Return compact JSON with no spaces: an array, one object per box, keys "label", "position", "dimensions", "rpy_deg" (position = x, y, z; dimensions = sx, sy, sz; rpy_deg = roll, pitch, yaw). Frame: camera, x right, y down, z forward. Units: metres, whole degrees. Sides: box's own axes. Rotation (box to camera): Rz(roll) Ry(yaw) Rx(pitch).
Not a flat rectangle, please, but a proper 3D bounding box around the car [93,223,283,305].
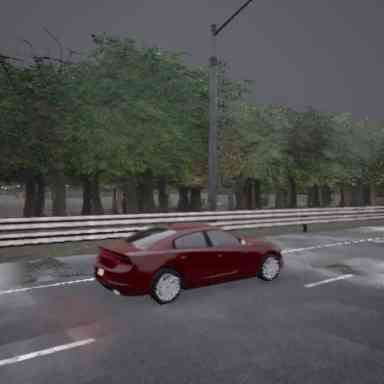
[{"label":"car","position":[0.149,1.509,8.254],"dimensions":[5.008,1.535,1.882],"rpy_deg":[0,0,-35]}]
